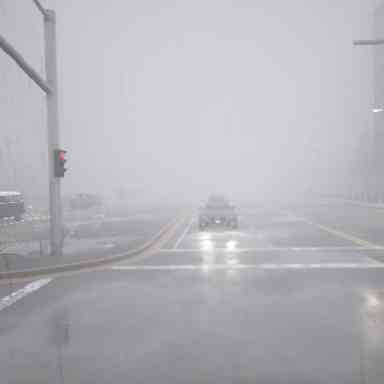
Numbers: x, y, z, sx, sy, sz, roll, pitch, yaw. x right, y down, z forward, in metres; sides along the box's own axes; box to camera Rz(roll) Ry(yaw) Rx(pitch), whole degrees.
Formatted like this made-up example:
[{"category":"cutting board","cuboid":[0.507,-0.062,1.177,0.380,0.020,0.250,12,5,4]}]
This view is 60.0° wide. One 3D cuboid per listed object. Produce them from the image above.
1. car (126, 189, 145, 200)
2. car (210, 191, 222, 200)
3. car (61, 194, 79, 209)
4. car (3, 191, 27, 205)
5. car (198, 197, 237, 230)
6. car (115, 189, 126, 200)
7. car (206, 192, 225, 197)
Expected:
[{"category":"car","cuboid":[-9.804,0.365,59.887,1.932,1.855,4.605,-1,1,4]},{"category":"car","cuboid":[3.787,0.523,52.550,1.895,1.301,4.718,-1,1,4]},{"category":"car","cuboid":[-16.613,1.070,42.923,1.970,1.475,3.806,-1,1,4]},{"category":"car","cuboid":[-32.258,0.887,61.505,1.905,1.878,3.866,-1,1,4]},{"category":"car","cuboid":[1.393,1.229,18.377,1.994,1.385,4.181,-1,1,4]},{"category":"car","cuboid":[-12.687,0.434,60.147,1.905,1.878,3.866,-1,1,4]},{"category":"car","cuboid":[1.978,1.004,27.076,1.837,1.490,4.892,-1,1,4]}]
